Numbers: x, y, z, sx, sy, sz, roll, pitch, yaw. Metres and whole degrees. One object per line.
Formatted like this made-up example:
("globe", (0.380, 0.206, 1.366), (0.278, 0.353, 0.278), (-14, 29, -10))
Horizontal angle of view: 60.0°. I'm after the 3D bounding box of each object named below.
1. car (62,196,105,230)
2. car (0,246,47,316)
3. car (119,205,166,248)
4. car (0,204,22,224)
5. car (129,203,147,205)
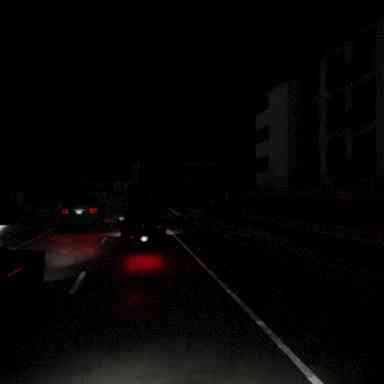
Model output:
("car", (-7.039, 1.301, 21.895), (2.150, 2.045, 5.566), (0, -1, -11))
("car", (-4.149, 1.635, 6.042), (1.895, 1.301, 4.718), (0, 0, -10))
("car", (-2.245, 1.551, 15.151), (1.837, 1.490, 4.892), (0, 0, -10))
("car", (-15.125, 1.679, 26.344), (2.033, 1.411, 5.357), (0, 0, -11))
("car", (-4.214, 1.571, 25.701), (2.128, 1.511, 4.902), (0, 0, -11))
